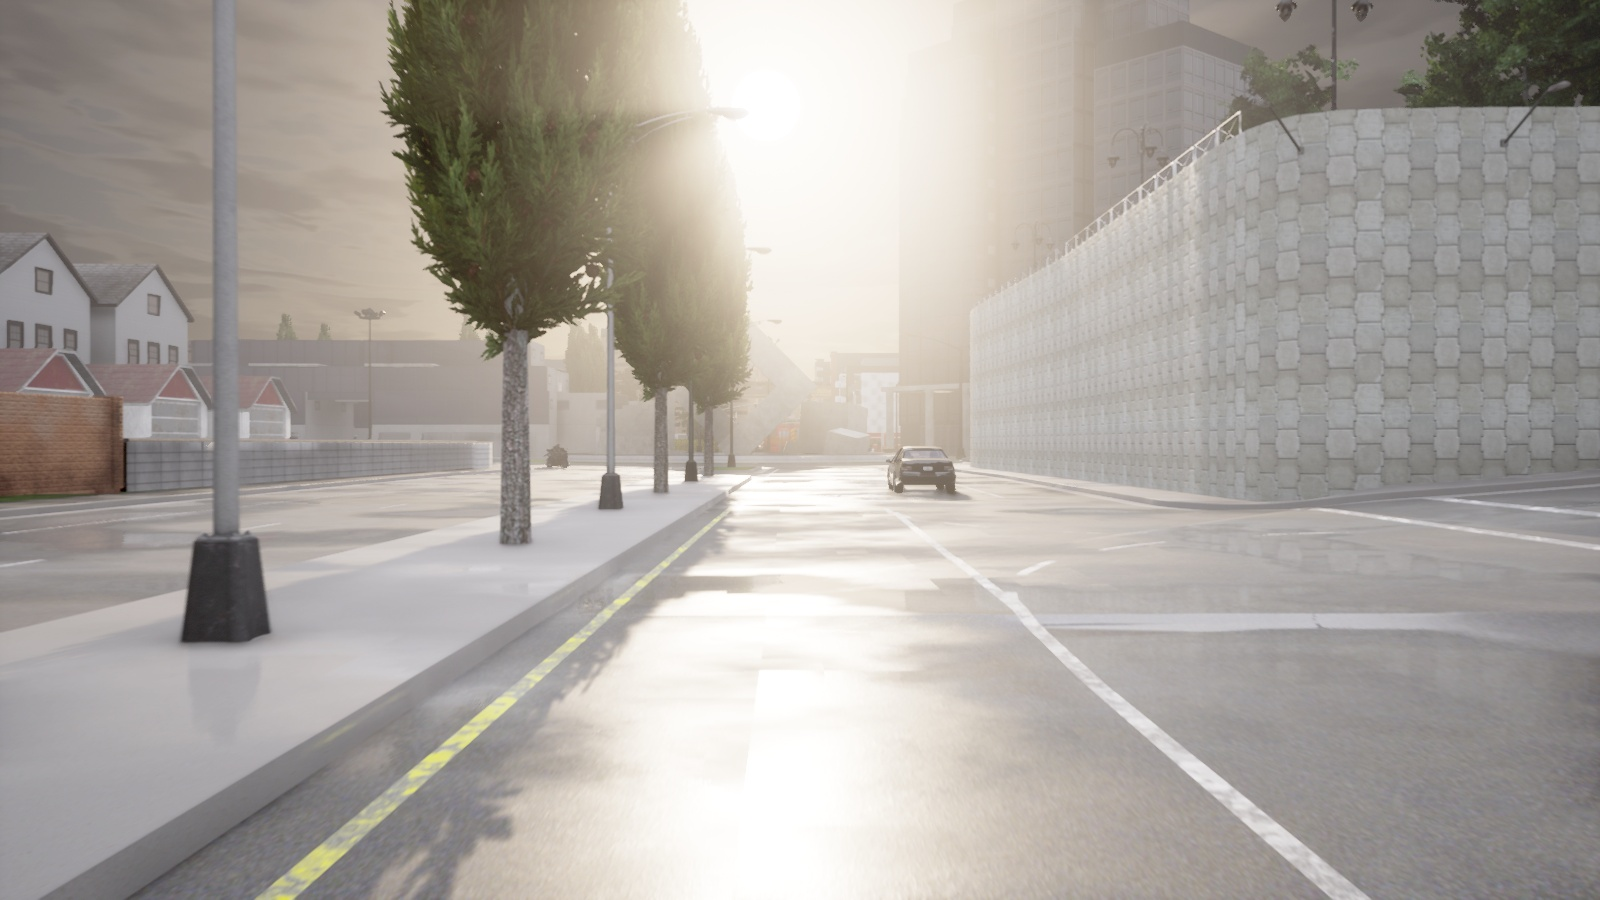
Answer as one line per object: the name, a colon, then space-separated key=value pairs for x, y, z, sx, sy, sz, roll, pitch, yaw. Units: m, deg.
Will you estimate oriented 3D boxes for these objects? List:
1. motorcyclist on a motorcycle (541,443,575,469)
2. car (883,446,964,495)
motorcyclist on a motorcycle: x=-14.386 y=0.349 z=74.689 sx=2.191 sy=1.530 sz=0.866 roll=0 pitch=1 yaw=45
car: x=3.735 y=0.577 z=38.981 sx=2.033 sy=1.411 sz=5.357 roll=0 pitch=0 yaw=0
